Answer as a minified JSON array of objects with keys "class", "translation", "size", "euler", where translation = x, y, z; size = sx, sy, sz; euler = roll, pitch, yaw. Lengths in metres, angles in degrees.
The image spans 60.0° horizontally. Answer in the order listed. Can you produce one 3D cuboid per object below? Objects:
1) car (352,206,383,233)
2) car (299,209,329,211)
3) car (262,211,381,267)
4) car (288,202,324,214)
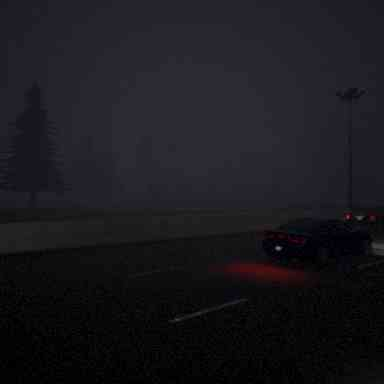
[{"class":"car","translation":[12.202,1.691,21.992],"size":[4.553,1.767,2.097],"euler":[1,-1,-35]},{"class":"car","translation":[16.343,2.163,41.473],"size":[5.357,1.411,2.033],"euler":[1,-1,-31]},{"class":"car","translation":[4.716,1.660,12.190],"size":[5.008,1.535,1.882],"euler":[0,-1,-38]},{"class":"car","translation":[15.411,2.166,44.944],"size":[4.892,1.490,1.837],"euler":[1,-1,-30]}]
